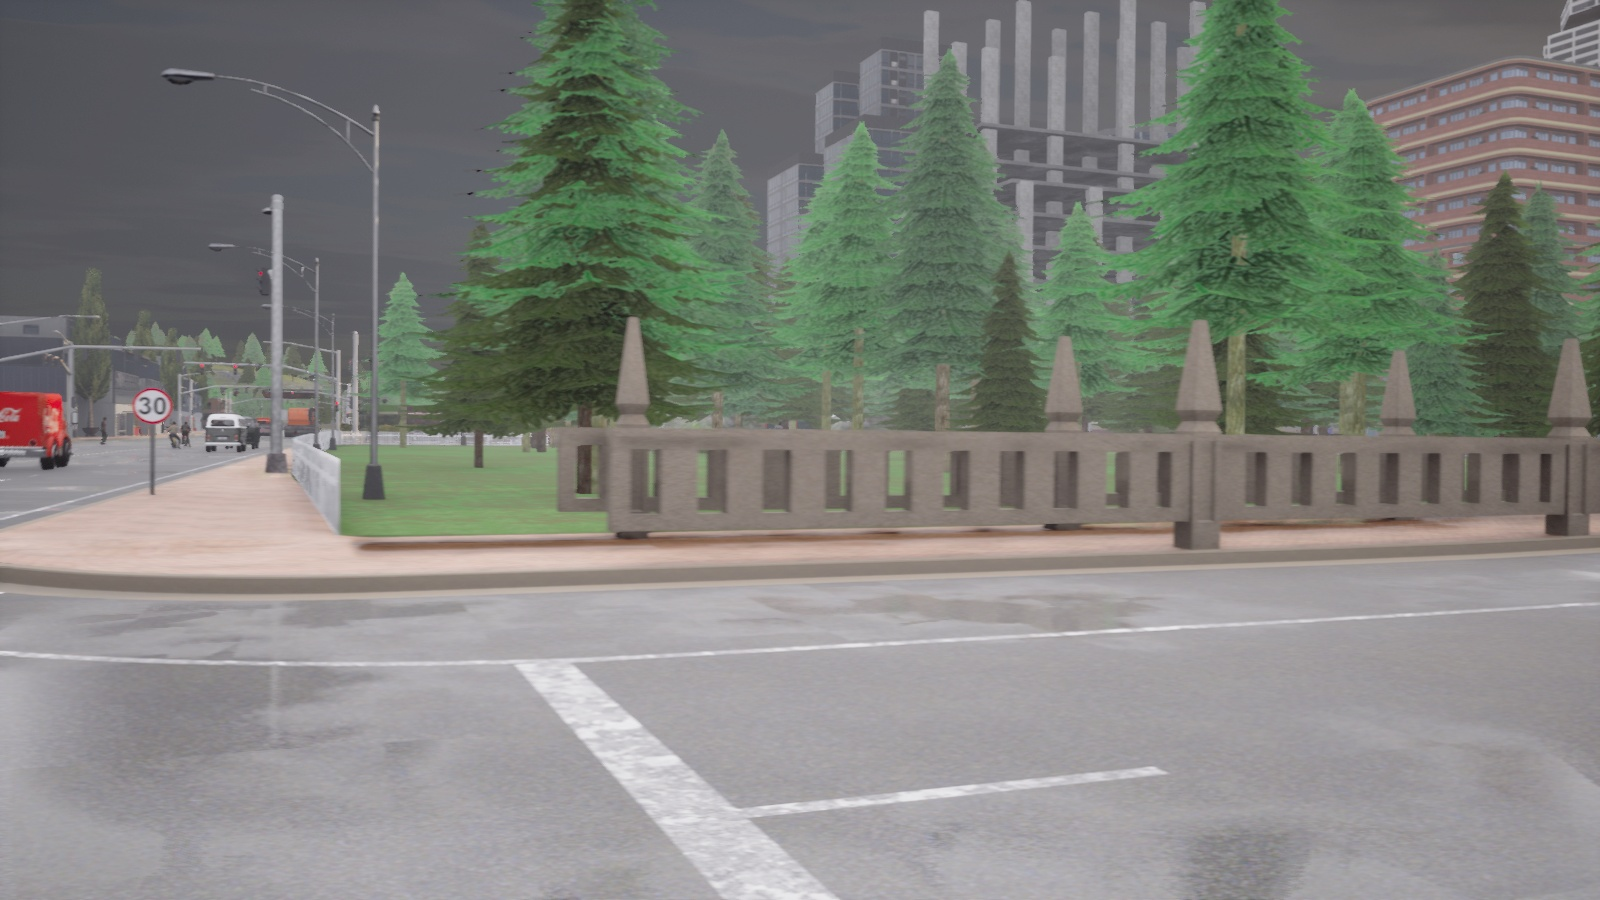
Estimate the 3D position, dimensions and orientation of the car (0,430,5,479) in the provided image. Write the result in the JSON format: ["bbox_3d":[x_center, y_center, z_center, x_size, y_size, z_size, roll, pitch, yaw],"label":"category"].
[{"bbox_3d":[-30.722,0.199,45.771,1.932,1.855,4.605,-1,1,-19],"label":"car"}]

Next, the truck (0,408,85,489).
[{"bbox_3d":[-25.359,-0.083,40.940,2.627,2.467,5.204,-1,1,-19],"label":"truck"}]

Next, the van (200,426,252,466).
[{"bbox_3d":[-30.880,-0.247,67.695,2.069,2.038,4.480,-1,1,-19],"label":"van"}]

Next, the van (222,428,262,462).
[{"bbox_3d":[-33.749,-0.321,76.020,1.775,1.987,4.442,-1,1,-19],"label":"van"}]
